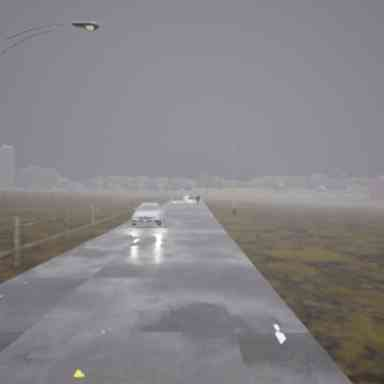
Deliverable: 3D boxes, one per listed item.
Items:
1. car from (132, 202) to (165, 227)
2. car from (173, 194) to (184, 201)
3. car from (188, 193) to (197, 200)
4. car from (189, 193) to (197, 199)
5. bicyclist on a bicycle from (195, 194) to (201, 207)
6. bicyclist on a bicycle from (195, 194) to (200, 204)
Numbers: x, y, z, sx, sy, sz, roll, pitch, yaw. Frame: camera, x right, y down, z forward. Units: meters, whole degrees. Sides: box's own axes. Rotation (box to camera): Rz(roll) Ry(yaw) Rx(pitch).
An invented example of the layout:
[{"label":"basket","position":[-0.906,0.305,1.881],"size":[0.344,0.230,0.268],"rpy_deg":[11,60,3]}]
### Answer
[{"label":"car","position":[-2.828,1.442,22.423],"size":[1.812,1.442,4.674],"rpy_deg":[0,0,0]},{"label":"car","position":[-2.577,1.088,64.277],"size":[1.994,1.385,4.181],"rpy_deg":[0,1,1]},{"label":"car","position":[0.238,1.006,71.987],"size":[1.994,1.385,4.181],"rpy_deg":[0,1,0]},{"label":"car","position":[0.312,0.893,81.878],"size":[2.033,1.411,5.357],"rpy_deg":[0,1,0]},{"label":"bicyclist on a bicycle","position":[0.839,1.103,43.711],"size":[0.659,1.776,1.843],"rpy_deg":[0,1,0]},{"label":"bicyclist on a bicycle","position":[0.908,1.067,53.741],"size":[0.866,1.612,1.509],"rpy_deg":[0,1,0]}]
